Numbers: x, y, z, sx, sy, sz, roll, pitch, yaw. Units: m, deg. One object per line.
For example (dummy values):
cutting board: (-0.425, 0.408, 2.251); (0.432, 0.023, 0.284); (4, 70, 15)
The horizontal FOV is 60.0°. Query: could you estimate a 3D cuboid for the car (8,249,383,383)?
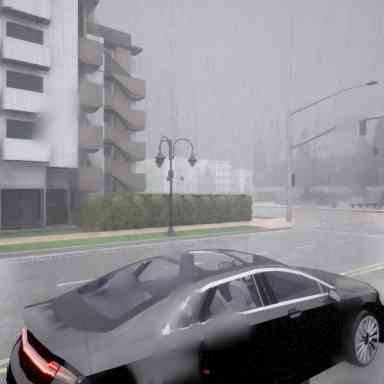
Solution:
car: (0.520, 1.492, 4.128); (4.902, 1.511, 2.128); (0, 0, -35)
